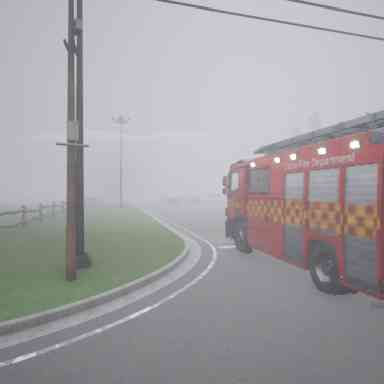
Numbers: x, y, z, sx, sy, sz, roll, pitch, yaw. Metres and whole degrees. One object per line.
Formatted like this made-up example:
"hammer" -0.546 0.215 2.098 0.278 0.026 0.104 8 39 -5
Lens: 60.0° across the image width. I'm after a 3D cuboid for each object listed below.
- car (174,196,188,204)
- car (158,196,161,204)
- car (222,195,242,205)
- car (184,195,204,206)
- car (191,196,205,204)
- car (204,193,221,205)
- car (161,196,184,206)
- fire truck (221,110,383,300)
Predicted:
"car" -2.240 1.505 66.605 1.837 1.490 4.892 0 0 -13
"car" -5.650 1.477 65.818 1.882 1.535 5.008 0 0 -13
"car" 6.901 1.352 58.145 2.097 1.767 4.553 0 0 -13
"car" 0.063 1.352 56.647 2.097 1.767 4.553 0 0 -13
"car" 1.171 1.564 67.393 1.994 1.385 4.181 0 0 -13
"car" 3.545 1.221 57.122 2.150 2.045 5.566 0 0 -13
"car" -3.309 1.491 55.693 2.128 1.511 4.902 0 0 -13
"fire truck" 3.673 0.342 9.989 2.891 3.827 8.468 0 0 -13
